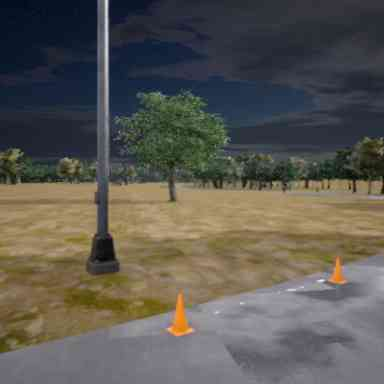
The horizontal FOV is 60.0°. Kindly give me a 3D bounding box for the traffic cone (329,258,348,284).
[{"bbox_3d":[3.680,1.955,8.366,0.340,0.580,0.340,0,0,-39],"label":"traffic cone"}]

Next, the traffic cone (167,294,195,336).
[{"bbox_3d":[-0.184,1.958,5.402,0.340,0.580,0.340,0,0,-36],"label":"traffic cone"}]
